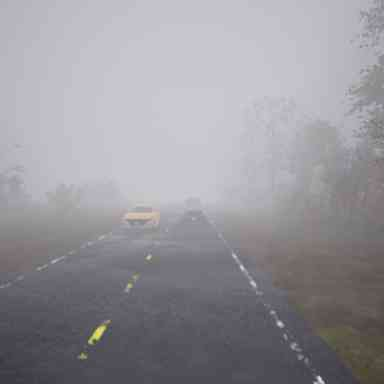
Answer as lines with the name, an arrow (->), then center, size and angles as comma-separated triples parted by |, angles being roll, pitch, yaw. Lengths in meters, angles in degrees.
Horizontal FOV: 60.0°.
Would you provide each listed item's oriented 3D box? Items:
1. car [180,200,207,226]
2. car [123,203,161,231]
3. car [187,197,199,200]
car -> 0.107, 1.574, 23.875 | 1.812, 1.442, 4.674 | 0, 0, 0
car -> -3.092, 1.521, 21.270 | 1.882, 1.535, 5.008 | 0, 0, 0
car -> 0.112, 1.435, 41.328 | 2.097, 1.767, 4.553 | 0, 0, 0
